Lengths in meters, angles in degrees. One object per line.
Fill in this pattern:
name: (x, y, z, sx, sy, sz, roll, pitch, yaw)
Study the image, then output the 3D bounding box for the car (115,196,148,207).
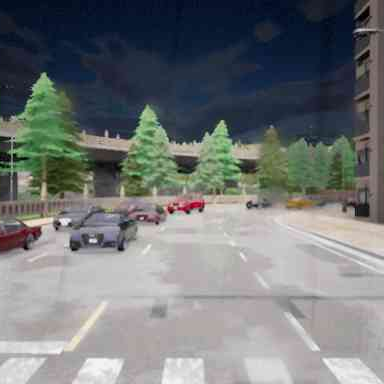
car: (-5.306, 1.291, 30.372, 2.097, 1.767, 4.553, 0, 0, 16)

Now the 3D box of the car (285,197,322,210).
car: (13.578, 1.391, 41.253, 5.008, 1.535, 1.882, 0, 0, -37)

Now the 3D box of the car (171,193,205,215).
car: (-0.468, 1.152, 34.034, 2.150, 2.045, 5.566, 0, 0, 24)

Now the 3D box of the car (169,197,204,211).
car: (-0.588, 1.421, 40.859, 1.837, 1.490, 4.892, 0, 0, 33)

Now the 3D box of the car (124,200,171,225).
car: (-3.040, 1.517, 23.655, 1.994, 1.385, 4.181, 0, 0, 6)

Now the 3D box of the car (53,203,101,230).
car: (-6.739, 1.451, 20.456, 2.128, 1.511, 4.902, 0, 0, 4)

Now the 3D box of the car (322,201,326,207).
car: (17.014, 1.464, 47.432, 4.181, 1.385, 1.994, 0, 0, -23)

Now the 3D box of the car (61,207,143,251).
car: (-3.500, 1.537, 13.820, 1.994, 1.385, 4.181, 0, 0, 1)

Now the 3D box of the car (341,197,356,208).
car: (22.932, 1.428, 45.935, 4.674, 1.442, 1.812, 0, 0, -14)

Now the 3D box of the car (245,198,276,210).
car: (8.565, 1.440, 41.445, 4.674, 1.442, 1.812, 0, 0, -42)

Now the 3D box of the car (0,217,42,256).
car: (-7.048, 1.579, 11.334, 1.895, 1.301, 4.718, 0, 0, 1)
